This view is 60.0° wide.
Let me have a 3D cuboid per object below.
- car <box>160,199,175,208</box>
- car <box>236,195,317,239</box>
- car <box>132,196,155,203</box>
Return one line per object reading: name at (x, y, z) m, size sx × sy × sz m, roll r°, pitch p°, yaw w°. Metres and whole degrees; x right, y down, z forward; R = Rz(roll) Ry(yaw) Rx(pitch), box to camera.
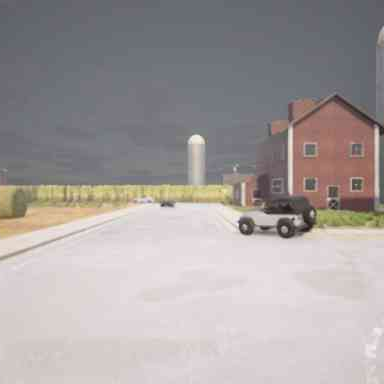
car at (-3.497, 1.609, 47.855) m, size 1.895 × 1.301 × 4.718 m, roll 0°, pitch 0°, yaw 0°
car at (4.170, 1.147, 16.562) m, size 1.905 × 1.878 × 3.866 m, roll -8°, pitch 3°, yaw -42°
car at (-9.862, 1.563, 68.007) m, size 4.674 × 1.442 × 1.812 m, roll 0°, pitch 0°, yaw 1°
